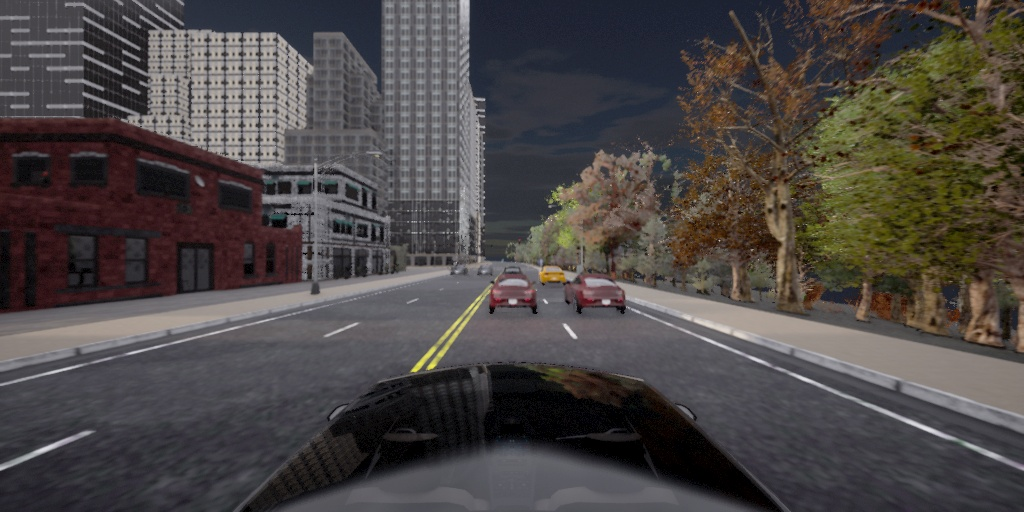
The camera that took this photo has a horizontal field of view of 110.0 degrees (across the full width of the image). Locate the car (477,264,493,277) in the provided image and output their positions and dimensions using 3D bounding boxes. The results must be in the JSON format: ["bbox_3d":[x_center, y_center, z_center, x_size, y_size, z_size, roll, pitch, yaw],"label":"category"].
[{"bbox_3d":[-3.346,1.813,45.423,2.128,1.511,4.902,0,-1,0],"label":"car"}]

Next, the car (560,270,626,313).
[{"bbox_3d":[3.302,1.451,14.784,1.812,1.442,4.674,0,-1,1],"label":"car"}]

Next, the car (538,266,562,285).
[{"bbox_3d":[3.307,1.609,30.256,1.882,1.535,5.008,0,0,0],"label":"car"}]

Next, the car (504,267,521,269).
[{"bbox_3d":[0.048,1.622,29.096,1.837,1.490,4.892,0,0,1],"label":"car"}]

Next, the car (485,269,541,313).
[{"bbox_3d":[0.052,1.451,14.842,1.812,1.442,4.674,0,-1,0],"label":"car"}]

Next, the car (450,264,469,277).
[{"bbox_3d":[-6.596,1.812,45.423,2.128,1.511,4.902,0,-1,0],"label":"car"}]
